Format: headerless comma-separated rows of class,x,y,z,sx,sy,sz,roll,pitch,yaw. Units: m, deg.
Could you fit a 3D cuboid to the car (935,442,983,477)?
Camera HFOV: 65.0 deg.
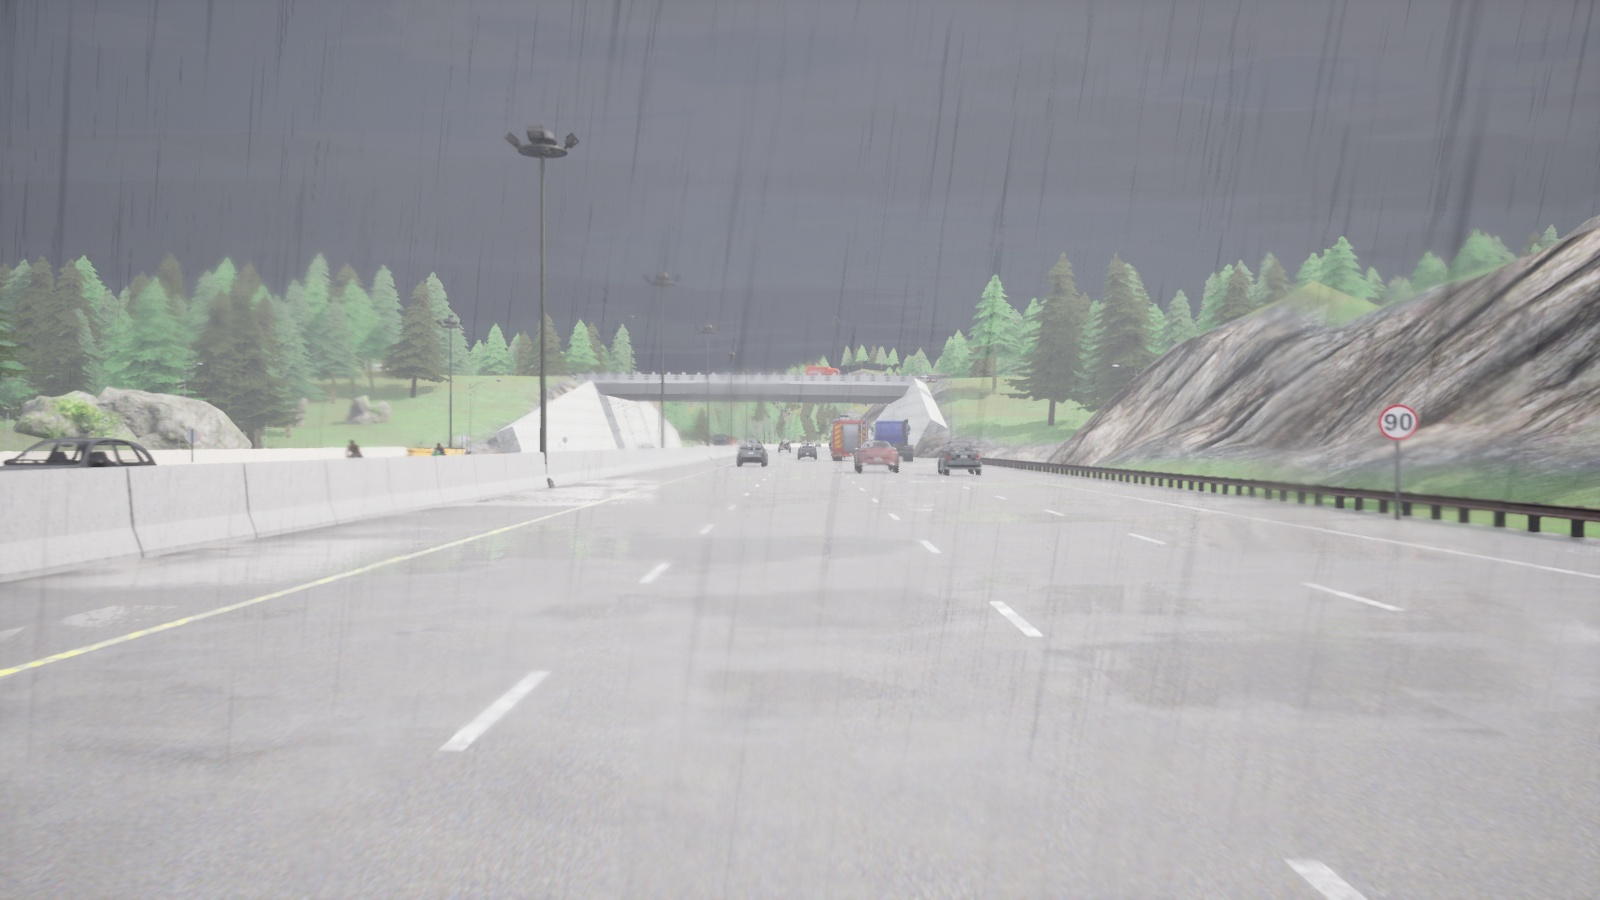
car,7.345,0.403,58.232,1.789,1.549,3.705,0,0,0

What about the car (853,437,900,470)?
car,3.880,0.165,64.391,2.152,1.651,5.027,0,0,0

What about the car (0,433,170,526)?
car,-13.850,0.500,23.761,1.851,1.617,3.988,0,0,0

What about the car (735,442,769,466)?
car,-3.032,0.240,79.963,2.007,1.525,4.514,0,0,0
